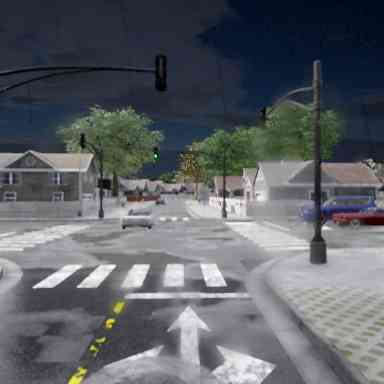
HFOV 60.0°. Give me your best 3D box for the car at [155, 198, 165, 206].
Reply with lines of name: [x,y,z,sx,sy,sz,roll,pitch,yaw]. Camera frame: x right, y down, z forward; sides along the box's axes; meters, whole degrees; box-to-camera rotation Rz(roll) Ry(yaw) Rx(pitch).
car: [-6.104,1.882,64.523,2.033,1.411,5.357,0,0,-2]

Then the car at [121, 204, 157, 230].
car: [-3.465,1.730,22.038,1.895,1.301,4.718,0,0,-3]

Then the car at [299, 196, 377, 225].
car: [10.915,1.327,24.780,5.566,2.045,2.150,0,-1,-2]

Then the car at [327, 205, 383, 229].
car: [11.631,1.663,21.547,4.718,1.301,1.895,0,-1,-2]
